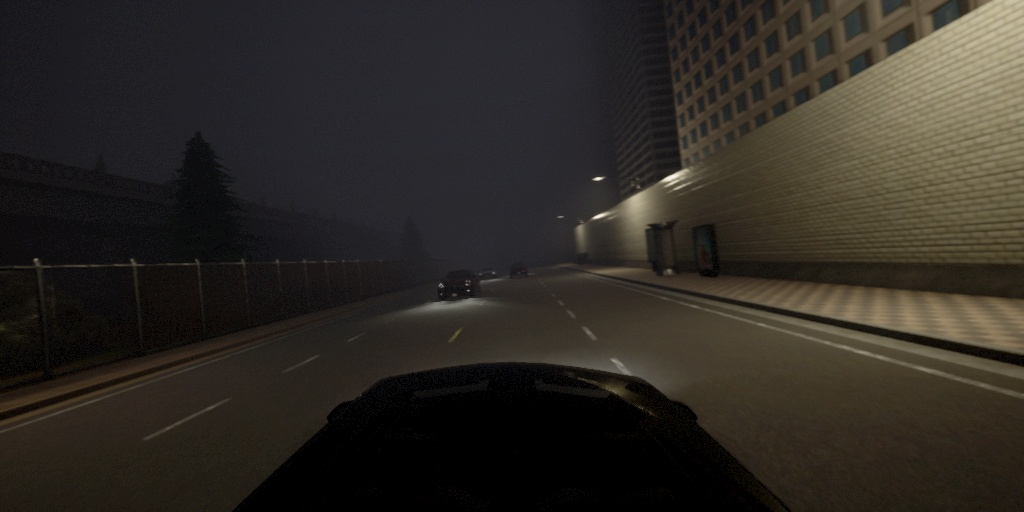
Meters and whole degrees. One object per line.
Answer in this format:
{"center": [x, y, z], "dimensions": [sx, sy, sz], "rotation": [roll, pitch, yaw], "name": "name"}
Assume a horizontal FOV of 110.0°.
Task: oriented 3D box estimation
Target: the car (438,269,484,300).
{"center": [-3.264, 1.644, 22.547], "dimensions": [2.097, 1.767, 4.553], "rotation": [-6, 0, 1], "name": "car"}

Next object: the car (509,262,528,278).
{"center": [0.723, 1.536, 38.767], "dimensions": [1.812, 1.442, 4.674], "rotation": [-6, 0, 2], "name": "car"}

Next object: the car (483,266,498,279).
{"center": [-2.745, 1.958, 42.192], "dimensions": [1.812, 1.442, 4.674], "rotation": [-6, -1, 1], "name": "car"}
